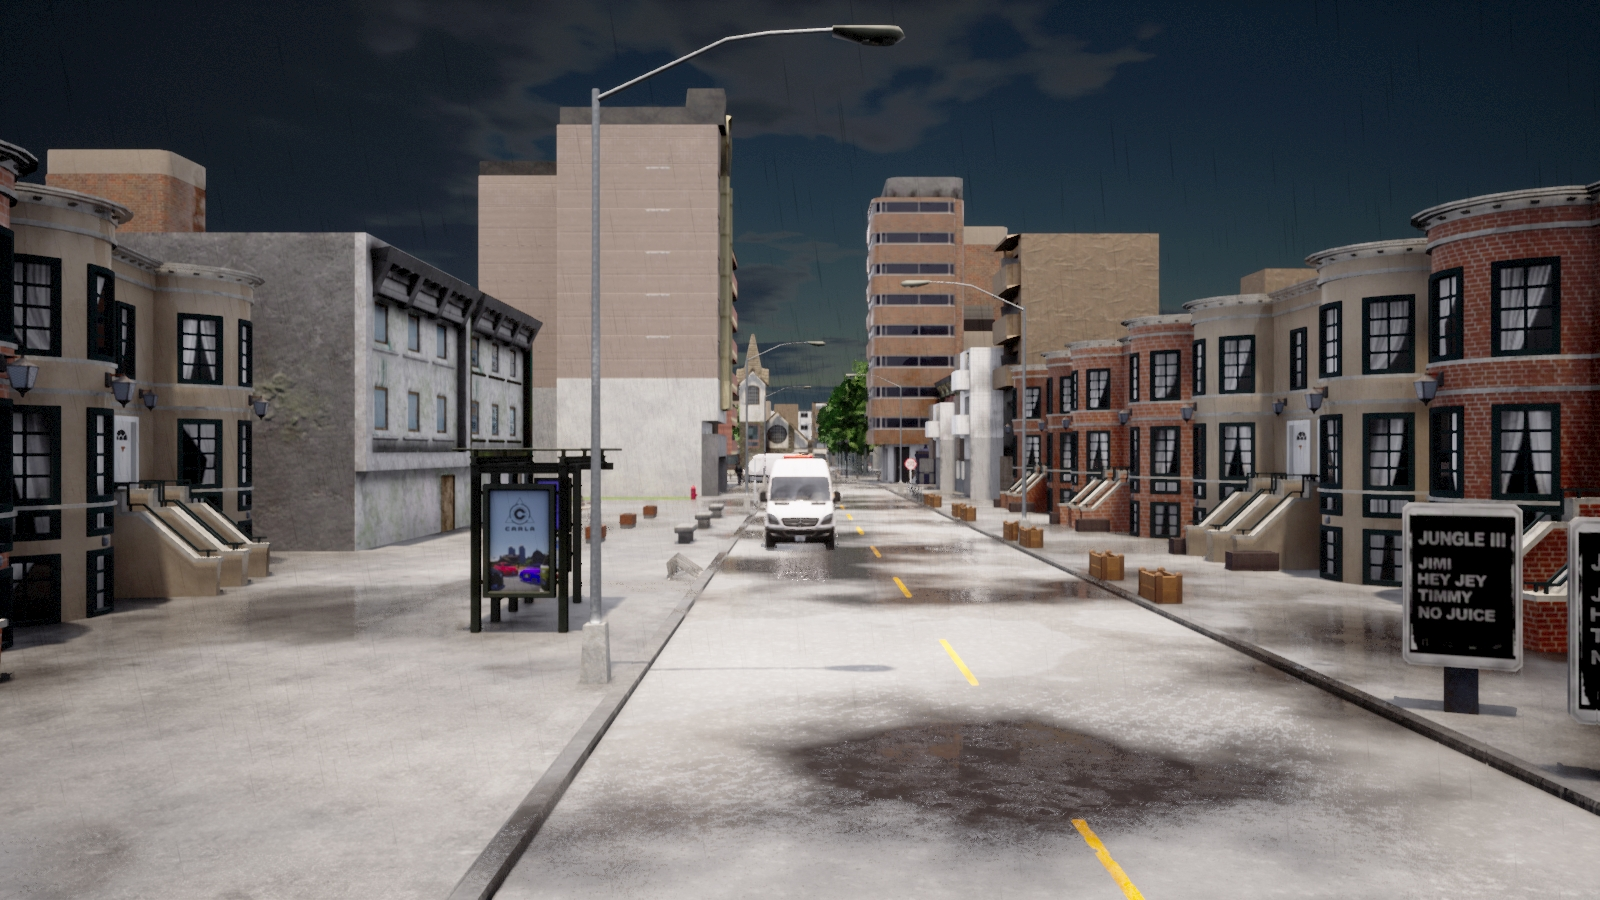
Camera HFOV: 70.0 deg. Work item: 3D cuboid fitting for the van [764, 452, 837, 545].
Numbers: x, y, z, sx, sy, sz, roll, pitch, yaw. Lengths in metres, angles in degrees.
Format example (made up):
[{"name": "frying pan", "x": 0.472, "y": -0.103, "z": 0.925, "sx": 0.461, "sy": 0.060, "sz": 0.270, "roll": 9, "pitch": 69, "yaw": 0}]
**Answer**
[{"name": "van", "x": 0.009, "y": 1.328, "z": 34.111, "sx": 1.988, "sy": 2.561, "sz": 5.915, "roll": 0, "pitch": 0, "yaw": 0}]
